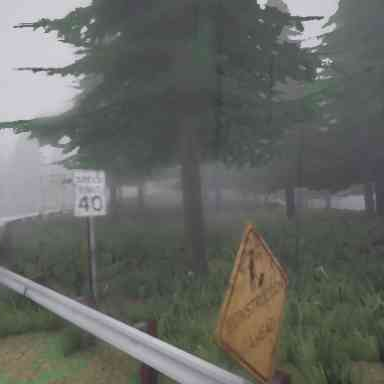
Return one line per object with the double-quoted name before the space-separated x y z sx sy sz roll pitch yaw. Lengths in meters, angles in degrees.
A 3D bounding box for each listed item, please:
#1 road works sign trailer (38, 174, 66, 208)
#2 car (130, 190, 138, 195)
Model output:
"road works sign trailer" -12.643 0.146 30.684 2.380 3.560 2.880 -3 1 6
"car" -11.111 0.383 66.433 1.812 1.442 4.674 -4 1 6
